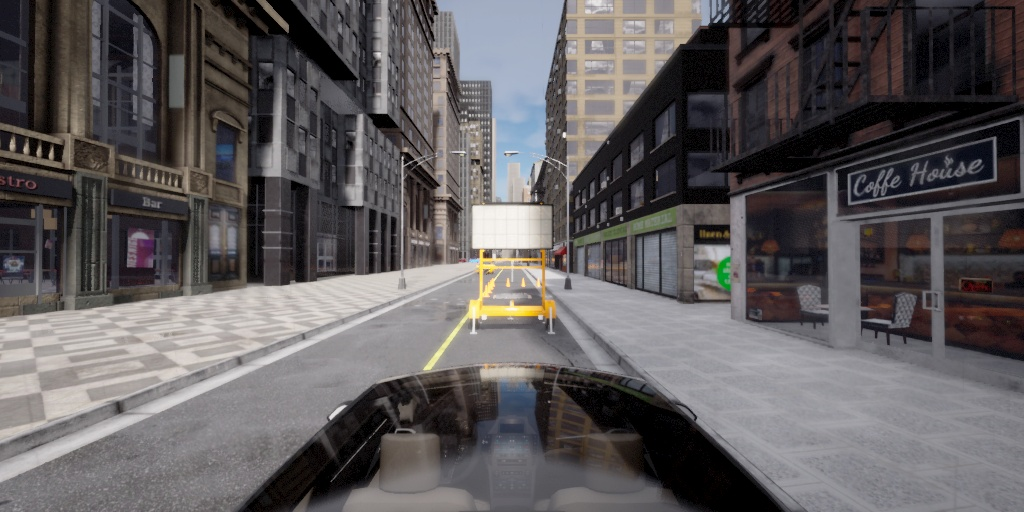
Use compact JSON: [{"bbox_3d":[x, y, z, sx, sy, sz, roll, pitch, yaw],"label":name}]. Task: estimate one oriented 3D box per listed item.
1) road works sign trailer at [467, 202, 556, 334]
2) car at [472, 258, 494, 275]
[{"bbox_3d":[0.013,0.216,10.604,2.380,3.560,2.880,0,0,0],"label":"road works sign trailer"},{"bbox_3d":[-2.974,1.264,39.582,1.882,1.535,5.008,0,0,0],"label":"car"}]
